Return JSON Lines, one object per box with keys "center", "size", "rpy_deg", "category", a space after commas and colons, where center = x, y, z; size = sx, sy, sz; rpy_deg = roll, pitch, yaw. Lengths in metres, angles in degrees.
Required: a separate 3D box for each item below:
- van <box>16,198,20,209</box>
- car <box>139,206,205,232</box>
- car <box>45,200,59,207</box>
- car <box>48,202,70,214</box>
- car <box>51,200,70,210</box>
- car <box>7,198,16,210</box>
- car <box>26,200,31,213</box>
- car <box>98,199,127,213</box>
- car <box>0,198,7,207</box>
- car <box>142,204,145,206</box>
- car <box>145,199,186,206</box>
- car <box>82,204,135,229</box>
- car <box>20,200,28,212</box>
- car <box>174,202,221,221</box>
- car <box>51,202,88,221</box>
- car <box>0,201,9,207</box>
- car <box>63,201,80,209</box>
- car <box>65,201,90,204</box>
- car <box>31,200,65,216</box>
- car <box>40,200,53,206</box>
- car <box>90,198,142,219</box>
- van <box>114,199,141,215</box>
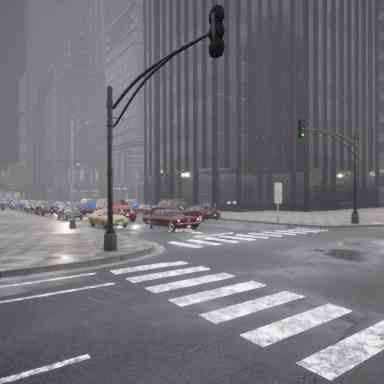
{"center": [-26.114, 2.122, 52.448], "size": [1.690, 1.788, 3.998], "rpy_deg": [-1, 0, -35], "category": "van"}
{"center": [-1.458, 1.846, 22.337], "size": [1.895, 1.301, 4.718], "rpy_deg": [0, -1, -35], "category": "car"}
{"center": [-31.649, 2.593, 74.980], "size": [1.947, 1.339, 4.313], "rpy_deg": [-1, 0, -35], "category": "car"}
{"center": [-18.779, 2.177, 46.819], "size": [1.812, 1.442, 4.674], "rpy_deg": [0, -1, -35], "category": "car"}
{"center": [-22.977, 2.270, 58.005], "size": [1.882, 1.535, 5.008], "rpy_deg": [0, -1, -35], "category": "car"}
{"center": [-31.872, 2.353, 60.561], "size": [1.967, 1.590, 4.097], "rpy_deg": [-1, 0, -35], "category": "car"}
{"center": [-20.454, 2.195, 44.480], "size": [1.887, 1.381, 4.507], "rpy_deg": [-1, 0, -35], "category": "car"}
{"center": [-11.118, 1.874, 46.093], "size": [2.192, 1.841, 5.009], "rpy_deg": [-1, 0, -35], "category": "car"}
{"center": [-41.208, 2.665, 73.717], "size": [1.887, 1.381, 4.507], "rpy_deg": [-1, 0, -35], "category": "car"}
{"center": [-5.232, 2.003, 37.789], "size": [1.802, 1.307, 4.206], "rpy_deg": [-1, 0, -35], "category": "car"}
{"center": [-2.299, 1.667, 33.638], "size": [2.192, 1.841, 5.009], "rpy_deg": [-1, 0, -35], "category": "car"}
{"center": [-6.215, 1.843, 24.420], "size": [1.752, 1.417, 4.829], "rpy_deg": [-1, 0, -35], "category": "car"}
{"center": [-23.284, 2.156, 48.463], "size": [1.967, 1.590, 4.097], "rpy_deg": [-1, 0, -35], "category": "car"}
{"center": [0.646, 1.828, 29.486], "size": [1.887, 1.381, 4.507], "rpy_deg": [-1, 0, -35], "category": "car"}
{"center": [-11.969, 2.003, 32.527], "size": [2.008, 1.369, 4.403], "rpy_deg": [-1, 0, -35], "category": "car"}
{"center": [-44.319, 2.770, 78.102], "size": [1.802, 1.307, 4.206], "rpy_deg": [-1, 0, -35], "category": "car"}
{"center": [-22.615, 2.405, 62.253], "size": [1.802, 1.307, 4.206], "rpy_deg": [-1, 0, -35], "category": "car"}
{"center": [-12.934, 2.062, 38.513], "size": [2.033, 1.411, 5.357], "rpy_deg": [0, -1, -35], "category": "car"}
{"center": [-17.631, 1.900, 40.495], "size": [2.192, 1.841, 5.009], "rpy_deg": [-1, 0, -35], "category": "car"}
{"center": [-34.661, 2.659, 79.223], "size": [1.947, 1.339, 4.313], "rpy_deg": [-1, 0, -35], "category": "car"}
{"center": [-7.011, 1.598, 30.161], "size": [2.150, 2.045, 5.566], "rpy_deg": [0, -1, -35], "category": "car"}
{"center": [-8.178, 1.831, 41.941], "size": [1.690, 1.788, 3.998], "rpy_deg": [-1, 0, -35], "category": "van"}
